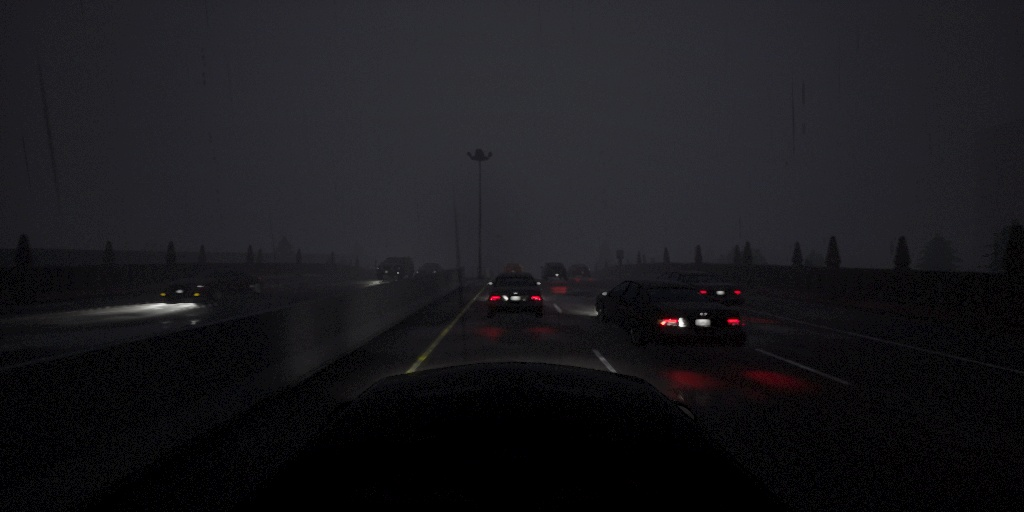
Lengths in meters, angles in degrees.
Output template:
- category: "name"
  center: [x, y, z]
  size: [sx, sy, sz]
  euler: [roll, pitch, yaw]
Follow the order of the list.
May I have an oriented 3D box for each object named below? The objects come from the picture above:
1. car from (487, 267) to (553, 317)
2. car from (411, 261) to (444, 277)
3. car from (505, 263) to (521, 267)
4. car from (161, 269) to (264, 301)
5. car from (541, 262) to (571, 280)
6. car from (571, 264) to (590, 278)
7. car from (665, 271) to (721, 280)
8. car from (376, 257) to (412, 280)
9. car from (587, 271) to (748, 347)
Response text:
- category: "car"
  center: [0.102, 1.300, 13.142]
  size: [2.033, 1.411, 5.357]
  euler: [0, 0, 0]
- category: "car"
  center: [-7.091, 1.339, 31.483]
  size: [1.812, 1.442, 4.674]
  euler: [0, -1, 0]
- category: "car"
  center: [0.105, 1.460, 36.655]
  size: [1.882, 1.535, 5.008]
  euler: [0, -3, 0]
- category: "car"
  center: [-14.097, 1.316, 17.185]
  size: [1.994, 1.385, 4.181]
  euler: [0, 0, 0]
- category: "car"
  center: [3.605, 1.309, 31.134]
  size: [1.837, 1.490, 4.892]
  euler: [0, -1, 0]
- category: "car"
  center: [7.093, 1.584, 38.282]
  size: [1.812, 1.442, 4.674]
  euler: [0, -3, 0]
- category: "car"
  center: [7.102, 1.300, 14.728]
  size: [2.033, 1.411, 5.357]
  euler: [0, 0, 0]
- category: "car"
  center: [-10.592, 1.072, 33.026]
  size: [2.150, 2.045, 5.566]
  euler: [0, -2, 0]
- category: "car"
  center: [3.600, 1.299, 9.278]
  size: [2.033, 1.411, 5.357]
  euler: [0, 0, 0]
